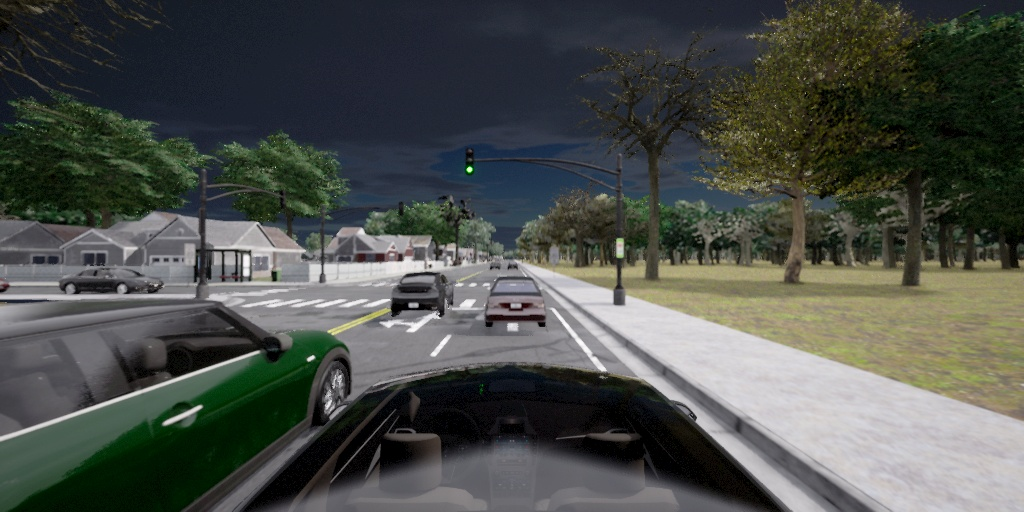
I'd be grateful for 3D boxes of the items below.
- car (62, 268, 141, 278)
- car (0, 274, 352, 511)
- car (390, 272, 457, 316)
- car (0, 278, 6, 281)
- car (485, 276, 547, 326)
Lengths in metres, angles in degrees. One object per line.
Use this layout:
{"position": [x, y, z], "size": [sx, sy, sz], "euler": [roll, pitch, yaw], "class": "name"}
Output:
{"position": [-22.938, 1.457, 20.662], "size": [4.892, 1.490, 1.837], "euler": [0, 0, 0], "class": "car"}
{"position": [-3.149, 1.113, 2.892], "size": [2.097, 1.767, 4.553], "euler": [0, 0, 0], "class": "car"}
{"position": [-3.337, 1.364, 13.945], "size": [1.837, 1.490, 4.892], "euler": [0, -1, -4], "class": "car"}
{"position": [-32.226, 1.494, 20.726], "size": [4.674, 1.442, 1.812], "euler": [0, 0, 0], "class": "car"}
{"position": [0.104, 1.390, 12.043], "size": [2.033, 1.411, 5.357], "euler": [0, 0, 0], "class": "car"}
